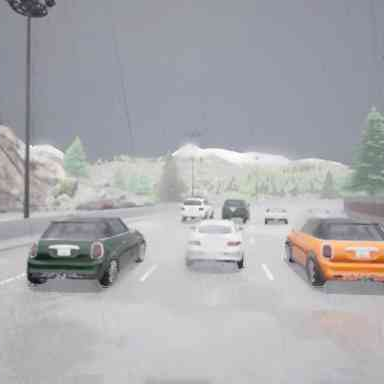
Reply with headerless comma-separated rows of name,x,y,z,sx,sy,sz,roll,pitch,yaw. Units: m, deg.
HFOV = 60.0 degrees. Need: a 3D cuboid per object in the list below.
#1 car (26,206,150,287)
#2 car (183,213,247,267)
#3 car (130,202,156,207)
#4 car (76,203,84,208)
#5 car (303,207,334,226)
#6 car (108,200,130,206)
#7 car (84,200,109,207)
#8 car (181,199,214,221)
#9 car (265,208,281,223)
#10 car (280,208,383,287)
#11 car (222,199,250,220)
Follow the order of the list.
car,-2.835,1.477,9.974,2.097,1.767,4.553,0,-1,5
car,0.878,1.697,11.998,1.812,1.442,4.674,0,-1,6
car,-6.281,2.164,45.591,1.994,1.385,4.181,0,-1,19
car,-15.727,2.185,50.405,1.994,1.385,4.181,0,-1,20
car,10.899,2.054,28.916,1.895,1.301,4.718,0,-1,14
car,-9.406,2.113,47.293,1.837,1.490,4.892,0,-1,19
car,-12.893,1.950,47.877,2.097,1.767,4.553,0,-1,18
car,0.587,1.653,30.937,2.150,2.045,5.566,0,-1,13
car,7.406,2.044,29.373,1.895,1.301,4.718,0,-1,13
car,4.181,1.510,9.896,2.097,1.767,4.553,0,-1,5
car,4.078,1.664,30.506,2.150,2.045,5.566,0,-1,14
